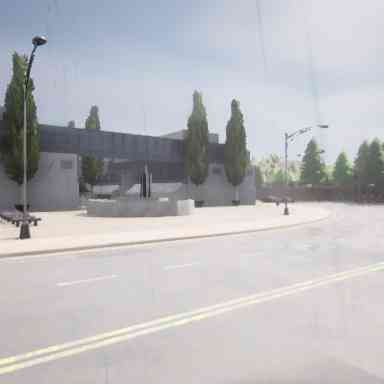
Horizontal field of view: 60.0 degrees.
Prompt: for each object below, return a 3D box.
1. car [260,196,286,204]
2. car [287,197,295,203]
[{"bbox_3d":[15.239,1.509,64.441,1.882,1.535,5.008,0,0,-26],"label":"car"},{"bbox_3d":[18.391,1.597,65.961,1.994,1.385,4.181,0,0,-26],"label":"car"}]
